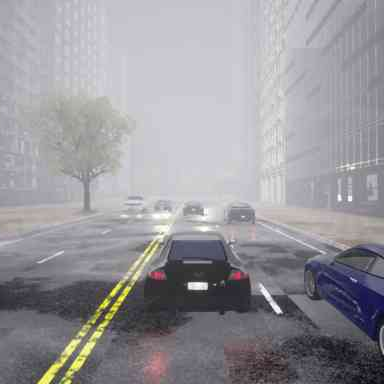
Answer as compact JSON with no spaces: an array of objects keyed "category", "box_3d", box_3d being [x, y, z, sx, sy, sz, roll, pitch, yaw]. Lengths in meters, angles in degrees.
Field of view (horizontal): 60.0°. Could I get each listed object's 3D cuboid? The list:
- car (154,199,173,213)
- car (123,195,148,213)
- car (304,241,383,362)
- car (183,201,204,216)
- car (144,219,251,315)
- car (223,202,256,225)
[{"category":"car","box_3d":[-3.206,1.506,37.951,2.128,1.511,4.902,0,0,0]},{"category":"car","box_3d":[-6.450,1.324,38.466,2.150,2.045,5.566,0,0,0]},{"category":"car","box_3d":[3.355,1.527,5.394,1.812,1.442,4.674,0,0,0]},{"category":"car","box_3d":[0.144,1.575,32.260,1.994,1.385,4.181,0,0,0]},{"category":"car","box_3d":[0.107,1.566,7.658,1.994,1.385,4.181,0,0,0]},{"category":"car","box_3d":[3.382,1.486,24.454,1.882,1.535,5.008,0,0,0]}]
